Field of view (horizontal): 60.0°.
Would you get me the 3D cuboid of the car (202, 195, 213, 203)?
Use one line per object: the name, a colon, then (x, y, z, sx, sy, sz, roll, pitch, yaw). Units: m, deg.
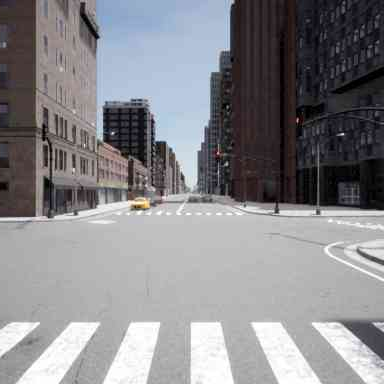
car: (3.364, 1.533, 70.943, 2.128, 1.511, 4.902, 0, 0, 0)

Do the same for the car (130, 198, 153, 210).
car: (-6.530, 1.486, 42.173, 1.882, 1.535, 5.008, 0, 0, 0)

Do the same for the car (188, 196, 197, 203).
car: (0.139, 1.527, 71.795, 2.128, 1.511, 4.902, 0, 0, 0)

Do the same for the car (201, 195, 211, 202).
car: (3.380, 1.500, 81.363, 2.128, 1.511, 4.902, 0, 0, 0)

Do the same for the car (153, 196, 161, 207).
car: (-6.501, 1.574, 51.423, 1.994, 1.385, 4.181, 0, 0, 1)

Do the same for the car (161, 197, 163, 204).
car: (-6.464, 1.488, 61.844, 1.882, 1.535, 5.008, 0, 0, 0)

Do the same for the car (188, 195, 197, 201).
car: (0.132, 1.558, 82.109, 1.994, 1.385, 4.181, 0, 0, 0)
